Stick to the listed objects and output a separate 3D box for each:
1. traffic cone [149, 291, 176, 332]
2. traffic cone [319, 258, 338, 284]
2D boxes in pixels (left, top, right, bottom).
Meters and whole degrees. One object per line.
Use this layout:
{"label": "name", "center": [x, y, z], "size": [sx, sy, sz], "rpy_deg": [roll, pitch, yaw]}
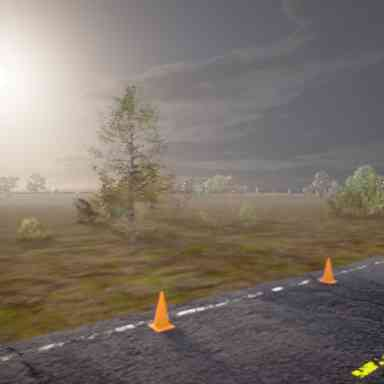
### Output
{"label": "traffic cone", "center": [-0.503, 1.975, 5.604], "size": [0.340, 0.580, 0.340], "rpy_deg": [0, 0, -36]}
{"label": "traffic cone", "center": [3.510, 1.999, 8.541], "size": [0.340, 0.580, 0.340], "rpy_deg": [0, 0, -36]}
